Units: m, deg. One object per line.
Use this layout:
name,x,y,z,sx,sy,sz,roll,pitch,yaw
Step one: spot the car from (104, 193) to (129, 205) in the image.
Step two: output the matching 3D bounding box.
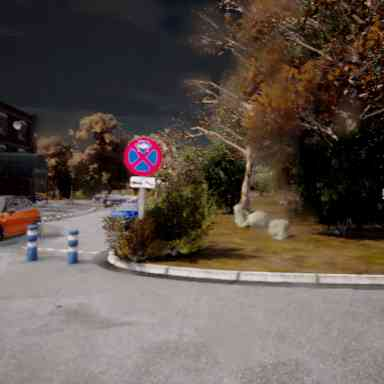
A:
car,-11.896,1.072,52.118,2.097,1.535,5.008,1,1,-36

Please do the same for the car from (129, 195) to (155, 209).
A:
car,-6.443,1.225,42.290,2.097,1.535,5.008,2,0,-22

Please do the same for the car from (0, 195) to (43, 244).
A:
car,-7.296,0.920,12.076,2.097,1.767,4.553,3,0,-1

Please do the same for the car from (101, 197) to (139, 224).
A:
car,-3.351,1.291,19.496,2.097,1.535,5.008,3,0,4

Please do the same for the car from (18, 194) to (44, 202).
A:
car,-33.756,1.258,69.830,5.008,1.535,2.097,-1,0,20

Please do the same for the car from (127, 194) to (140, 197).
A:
car,-3.189,1.055,25.489,2.435,2.045,5.566,3,0,-2

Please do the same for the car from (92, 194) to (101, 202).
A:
car,-15.334,1.045,56.864,2.231,1.521,4.892,1,-1,-43

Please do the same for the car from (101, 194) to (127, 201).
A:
car,-9.025,1.193,38.149,1.994,1.385,4.181,2,0,-18

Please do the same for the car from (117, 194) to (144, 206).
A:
car,-8.768,1.135,47.378,2.231,1.521,4.892,2,0,-30
